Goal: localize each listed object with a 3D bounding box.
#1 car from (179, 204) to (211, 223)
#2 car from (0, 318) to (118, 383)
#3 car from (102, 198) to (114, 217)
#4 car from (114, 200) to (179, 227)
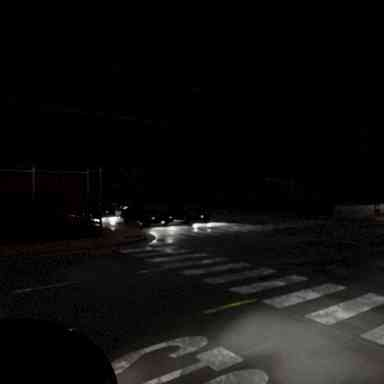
[{"bbox_3d":[-0.416,1.602,25.721,1.994,1.385,4.181,0,0,-35],"label":"car"},{"bbox_3d":[-2.806,1.493,1.746,4.902,1.511,2.128,0,0,-35],"label":"car"},{"bbox_3d":[-8.771,1.606,31.450,1.994,1.385,4.181,0,0,-35],"label":"car"},{"bbox_3d":[-3.432,1.590,23.926,2.033,1.411,5.357,0,0,-35],"label":"car"}]
